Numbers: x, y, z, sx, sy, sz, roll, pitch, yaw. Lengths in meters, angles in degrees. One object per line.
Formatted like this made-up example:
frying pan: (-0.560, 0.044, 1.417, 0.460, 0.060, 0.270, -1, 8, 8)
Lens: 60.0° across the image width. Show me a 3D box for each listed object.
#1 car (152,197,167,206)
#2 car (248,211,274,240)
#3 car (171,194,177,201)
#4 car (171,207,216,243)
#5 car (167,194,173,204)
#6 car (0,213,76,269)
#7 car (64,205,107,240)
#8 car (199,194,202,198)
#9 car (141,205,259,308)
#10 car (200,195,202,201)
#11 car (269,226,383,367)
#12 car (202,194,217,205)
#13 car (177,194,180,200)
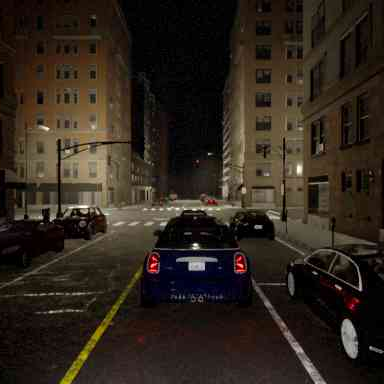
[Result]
car: (-5.482, 1.617, 53.729, 1.802, 1.307, 4.206, 0, 0, 0)
car: (2.902, 1.566, 16.601, 1.947, 1.339, 4.313, 0, 0, 0)
car: (-5.356, 1.625, 80.601, 1.752, 1.417, 4.829, 0, 0, 0)
car: (0.091, 1.564, 16.673, 1.994, 1.385, 4.181, 0, 0, 1)
car: (-5.431, 1.606, 64.545, 2.008, 1.369, 4.403, 0, 0, 0)
car: (-5.640, 1.582, 11.125, 1.802, 1.307, 4.206, 0, 0, 0)
car: (-5.624, 1.440, 16.626, 1.967, 1.590, 4.097, 0, 0, 0)
car: (3.143, 1.523, 75.327, 1.967, 1.590, 4.097, 0, 0, 0)
car: (0.101, 1.352, 8.090, 2.097, 1.767, 4.553, 0, 0, 0)
car: (3.094, 1.606, 64.509, 2.008, 1.369, 4.403, 0, 0, 0)
car: (2.870, 1.551, 5.599, 2.008, 1.369, 4.403, 0, 0, 0)
car: (3.042, 1.475, 53.691, 1.967, 1.590, 4.097, 0, 0, 0)
car: (-5.306, 1.455, 91.589, 2.192, 1.841, 5.009, 0, 0, 0)
